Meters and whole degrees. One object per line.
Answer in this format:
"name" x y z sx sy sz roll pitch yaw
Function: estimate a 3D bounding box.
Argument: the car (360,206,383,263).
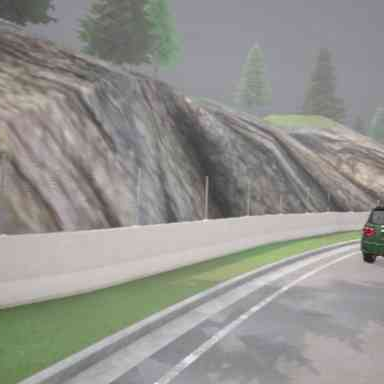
"car" 8.029 1.550 12.347 2.150 2.045 5.566 2 0 42
